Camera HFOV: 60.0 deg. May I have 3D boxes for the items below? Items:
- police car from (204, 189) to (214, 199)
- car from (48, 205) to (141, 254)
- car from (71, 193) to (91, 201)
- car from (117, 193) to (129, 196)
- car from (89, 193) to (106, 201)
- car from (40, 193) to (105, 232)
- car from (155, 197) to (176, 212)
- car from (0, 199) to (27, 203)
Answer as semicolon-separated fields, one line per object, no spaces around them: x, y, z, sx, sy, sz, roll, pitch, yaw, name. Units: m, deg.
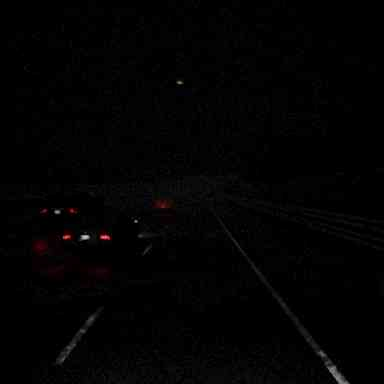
4.130;0.758;83.628;1.930;1.638;5.238;0;1;4;police car
-3.307;1.454;12.928;2.033;1.411;5.357;0;0;1;car
-22.520;1.044;67.518;2.033;1.411;5.357;0;1;3;car
-15.178;0.898;73.017;1.882;1.535;5.008;0;1;3;car
-19.028;0.992;67.297;1.882;1.535;5.008;0;1;3;car
-6.711;1.092;19.369;2.150;2.045;5.566;0;0;1;car
-2.804;1.296;35.776;1.882;1.535;5.008;0;0;2;car
-17.128;1.359;31.911;2.033;1.411;5.357;0;0;2;car
